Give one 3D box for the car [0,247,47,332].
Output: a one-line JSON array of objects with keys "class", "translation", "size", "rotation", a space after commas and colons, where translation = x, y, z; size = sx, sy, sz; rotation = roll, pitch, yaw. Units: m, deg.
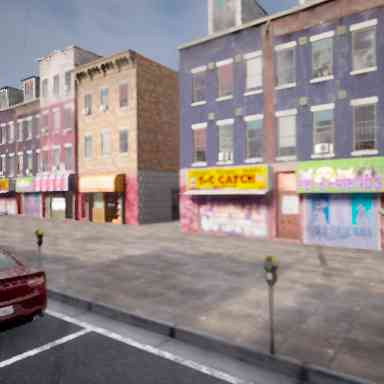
[{"class": "car", "translation": [-4.438, 1.544, 5.981], "size": [4.507, 1.381, 1.887], "rotation": [0, -1, 35]}]
